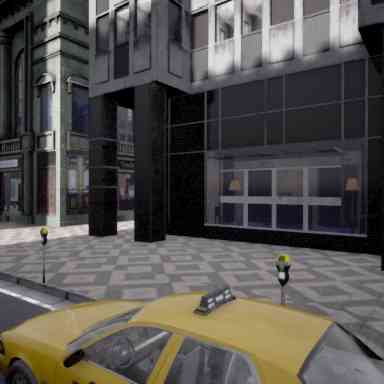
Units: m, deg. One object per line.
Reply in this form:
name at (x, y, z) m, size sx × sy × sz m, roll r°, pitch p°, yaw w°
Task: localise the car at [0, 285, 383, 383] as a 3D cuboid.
car at (-0.010, 1.525, 2.972) m, size 4.829 × 1.417 × 1.752 m, roll 0°, pitch 0°, yaw 36°
